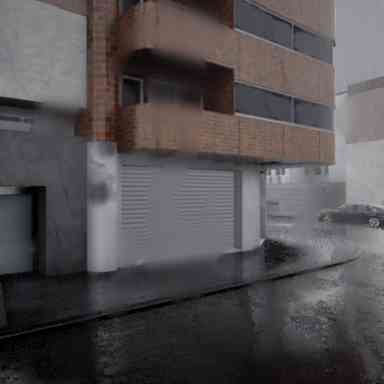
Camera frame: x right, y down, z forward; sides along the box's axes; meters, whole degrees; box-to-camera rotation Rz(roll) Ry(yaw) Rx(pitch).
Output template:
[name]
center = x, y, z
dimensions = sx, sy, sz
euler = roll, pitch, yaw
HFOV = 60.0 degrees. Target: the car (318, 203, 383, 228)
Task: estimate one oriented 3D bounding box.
[car]
center = 10.995, 1.500, 22.385
dimensions = 4.892, 1.490, 1.837
euler = 0, 3, 43
